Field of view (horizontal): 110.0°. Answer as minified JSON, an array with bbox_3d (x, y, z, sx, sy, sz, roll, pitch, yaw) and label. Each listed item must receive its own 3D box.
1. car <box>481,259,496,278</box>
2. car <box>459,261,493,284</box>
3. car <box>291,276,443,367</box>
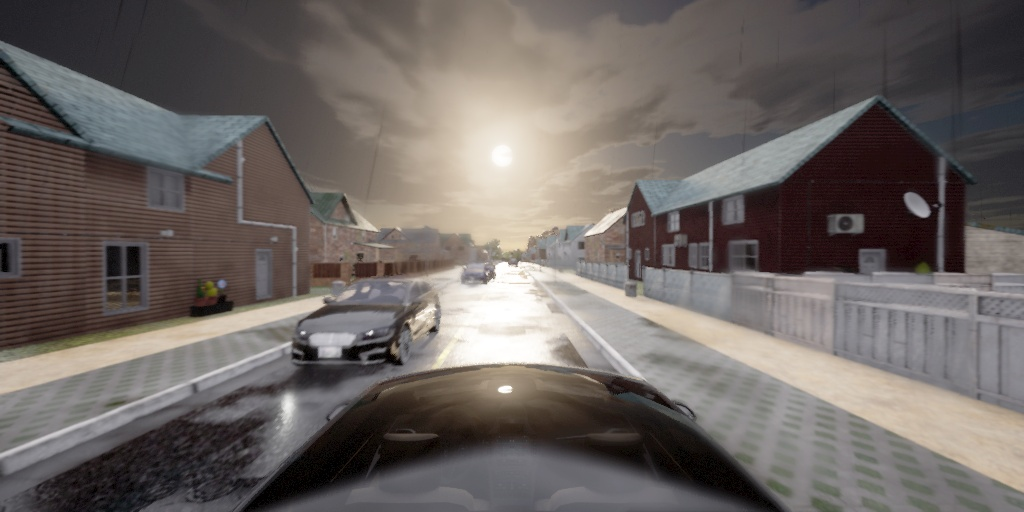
[{"bbox_3d":[-2.649,1.207,34.334,2.097,1.767,4.553,0,0,0],"label":"car"},{"bbox_3d":[-2.707,1.300,27.362,1.812,1.442,4.674,0,0,1],"label":"car"},{"bbox_3d":[-2.834,1.241,8.053,2.128,1.511,4.902,0,0,0],"label":"car"}]
